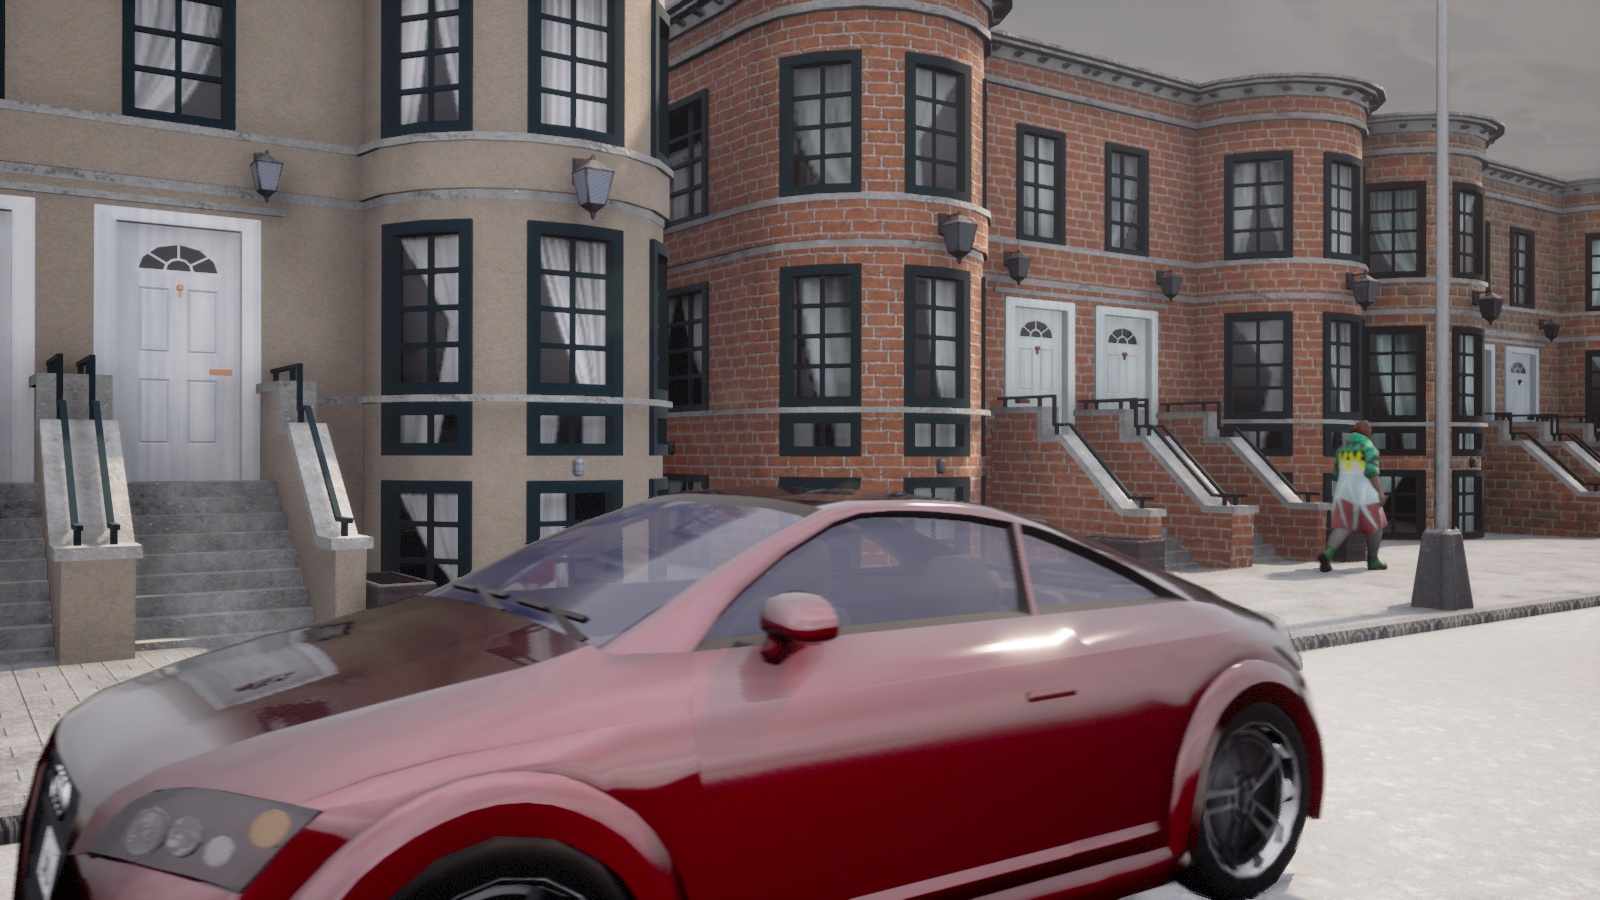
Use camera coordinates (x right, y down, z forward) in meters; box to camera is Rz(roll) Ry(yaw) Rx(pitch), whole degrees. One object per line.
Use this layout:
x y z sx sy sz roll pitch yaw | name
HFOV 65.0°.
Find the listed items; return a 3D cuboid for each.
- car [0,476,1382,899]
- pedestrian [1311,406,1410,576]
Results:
-0.199 0.819 4.129 4.181 1.385 1.994 0 0 -35 | car
6.668 0.474 14.947 0.873 1.952 0.659 0 0 -26 | pedestrian
